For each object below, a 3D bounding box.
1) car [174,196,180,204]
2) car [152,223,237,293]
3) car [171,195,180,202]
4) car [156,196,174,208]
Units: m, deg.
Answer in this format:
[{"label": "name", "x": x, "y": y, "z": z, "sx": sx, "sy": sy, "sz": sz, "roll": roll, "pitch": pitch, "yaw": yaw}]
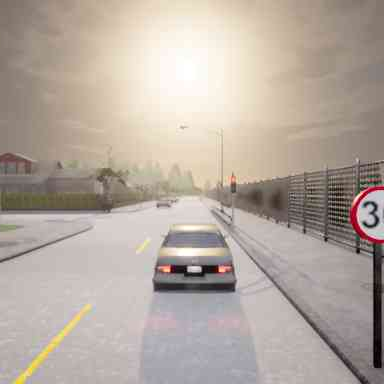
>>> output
[{"label": "car", "x": -3.939, "y": 1.559, "z": 63.016, "sx": 1.994, "sy": 1.385, "sz": 4.181, "roll": 0, "pitch": 0, "yaw": 1}, {"label": "car", "x": 0.070, "y": 1.547, "z": 8.967, "sx": 2.033, "sy": 1.411, "sz": 5.357, "roll": 0, "pitch": 0, "yaw": 1}, {"label": "car", "x": -3.854, "y": 1.526, "z": 78.130, "sx": 2.033, "sy": 1.411, "sz": 5.357, "roll": 0, "pitch": 0, "yaw": 0}, {"label": "car", "x": -4.005, "y": 1.597, "z": 47.334, "sx": 1.895, "sy": 1.301, "sz": 4.718, "roll": 0, "pitch": 0, "yaw": 0}]
